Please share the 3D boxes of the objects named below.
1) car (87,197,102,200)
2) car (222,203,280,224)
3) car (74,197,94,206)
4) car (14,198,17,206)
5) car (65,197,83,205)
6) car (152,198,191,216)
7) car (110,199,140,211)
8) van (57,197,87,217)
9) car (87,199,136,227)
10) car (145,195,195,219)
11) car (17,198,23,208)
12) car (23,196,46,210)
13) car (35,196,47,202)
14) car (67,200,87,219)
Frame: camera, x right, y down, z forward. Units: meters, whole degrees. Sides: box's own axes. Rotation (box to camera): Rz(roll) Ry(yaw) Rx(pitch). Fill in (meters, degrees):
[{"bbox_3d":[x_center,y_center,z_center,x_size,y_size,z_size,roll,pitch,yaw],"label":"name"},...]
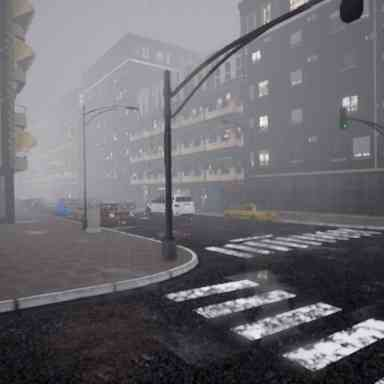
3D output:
[{"bbox_3d":[-15.028,1.495,51.389,1.967,1.590,4.097,-1,1,-36],"label":"car"},{"bbox_3d":[4.192,1.491,24.521,1.752,1.417,4.829,-1,1,-36],"label":"car"},{"bbox_3d":[-18.246,1.636,55.892,1.947,1.339,4.313,-1,1,-36],"label":"car"},{"bbox_3d":[-31.501,1.778,60.020,1.887,1.381,4.507,-1,1,-36],"label":"car"},{"bbox_3d":[-21.466,1.638,60.393,2.008,1.369,4.403,-1,1,-36],"label":"car"},{"bbox_3d":[-2.149,1.434,33.384,1.967,1.590,4.097,-1,1,-36],"label":"car"},{"bbox_3d":[-8.587,1.574,42.388,2.008,1.369,4.403,-1,1,-36],"label":"car"},{"bbox_3d":[-12.186,1.479,33.010,1.690,1.788,3.998,-1,1,-36],"label":"van"},{"bbox_3d":[-5.745,1.549,24.010,1.967,1.590,4.097,-1,1,-36],"label":"car"},{"bbox_3d":[-1.986,1.245,28.726,2.150,2.045,5.566,-1,0,-36],"label":"car"},{"bbox_3d":[-25.061,1.766,51.017,1.947,1.339,4.313,-1,1,-36],"label":"car"},{"bbox_3d":[-21.844,1.624,46.515,1.967,1.590,4.097,-1,1,-36],"label":"car"},{"bbox_3d":[-37.564,1.721,82.900,1.887,1.381,4.507,-1,1,-36],"label":"car"},{"bbox_3d":[-8.865,1.648,28.373,1.752,1.417,4.829,-1,1,-36],"label":"car"}]
